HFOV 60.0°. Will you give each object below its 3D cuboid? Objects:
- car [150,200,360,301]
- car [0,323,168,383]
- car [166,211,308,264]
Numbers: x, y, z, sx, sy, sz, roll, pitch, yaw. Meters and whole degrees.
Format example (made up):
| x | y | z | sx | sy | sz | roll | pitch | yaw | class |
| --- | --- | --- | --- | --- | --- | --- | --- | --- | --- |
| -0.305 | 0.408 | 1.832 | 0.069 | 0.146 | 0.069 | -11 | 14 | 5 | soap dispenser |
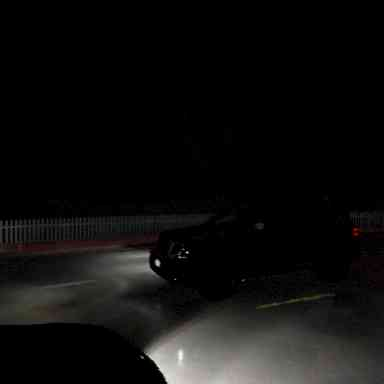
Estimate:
| x | y | z | sx | sy | sz | roll | pitch | yaw | class |
| --- | --- | --- | --- | --- | --- | --- | --- | --- | --- |
| 1.751 | 1.237 | 8.572 | 5.566 | 2.045 | 2.150 | 0 | 0 | -25 | car |
| -2.100 | 1.560 | 2.018 | 4.181 | 1.385 | 1.994 | 0 | 0 | -36 | car |
| 1.670 | 1.525 | 12.219 | 4.892 | 1.490 | 1.837 | 0 | -1 | -23 | car |
